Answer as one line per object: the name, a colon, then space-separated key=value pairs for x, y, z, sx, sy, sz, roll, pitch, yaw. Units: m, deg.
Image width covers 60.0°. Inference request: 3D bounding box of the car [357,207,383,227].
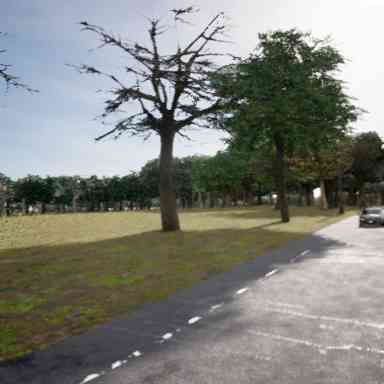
car: x=14.971 y=2.064 z=27.611 sx=1.837 sy=1.490 sz=4.892 roll=-4 pitch=-3 yaw=32
